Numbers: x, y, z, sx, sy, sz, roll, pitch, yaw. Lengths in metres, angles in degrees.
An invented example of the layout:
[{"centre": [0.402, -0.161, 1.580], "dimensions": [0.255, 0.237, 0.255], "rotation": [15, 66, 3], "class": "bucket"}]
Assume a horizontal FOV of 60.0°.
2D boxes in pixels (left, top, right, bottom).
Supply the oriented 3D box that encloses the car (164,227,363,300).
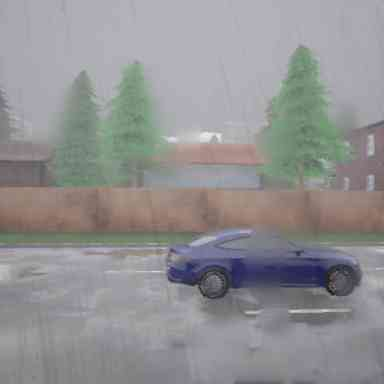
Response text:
[{"centre": [1.672, 1.613, 8.104], "dimensions": [4.674, 1.442, 1.812], "rotation": [1, -1, -5], "class": "car"}]
